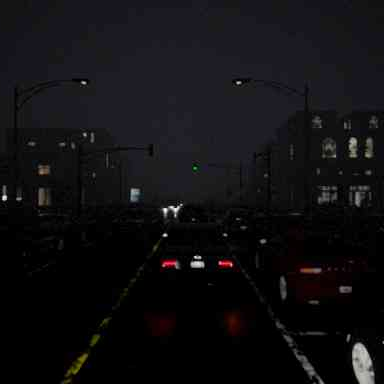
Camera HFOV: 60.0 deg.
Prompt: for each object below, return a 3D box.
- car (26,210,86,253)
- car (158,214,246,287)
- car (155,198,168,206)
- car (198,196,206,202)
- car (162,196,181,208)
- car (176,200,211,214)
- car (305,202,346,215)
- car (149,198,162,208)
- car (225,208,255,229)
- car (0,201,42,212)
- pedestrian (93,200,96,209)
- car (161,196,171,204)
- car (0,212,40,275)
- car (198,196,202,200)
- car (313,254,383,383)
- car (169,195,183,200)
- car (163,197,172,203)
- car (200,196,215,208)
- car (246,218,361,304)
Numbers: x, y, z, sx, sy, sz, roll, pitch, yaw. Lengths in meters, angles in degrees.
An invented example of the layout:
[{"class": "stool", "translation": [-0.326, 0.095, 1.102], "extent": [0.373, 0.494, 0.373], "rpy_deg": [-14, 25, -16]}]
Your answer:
[{"class": "car", "translation": [-5.696, 1.604, 13.738], "extent": [2.008, 1.369, 4.403], "rpy_deg": [0, 0, 0]}, {"class": "car", "translation": [0.098, 1.584, 9.524], "extent": [2.033, 1.411, 5.357], "rpy_deg": [0, 0, 0]}, {"class": "car", "translation": [-5.729, 1.793, 62.859], "extent": [2.008, 1.369, 4.403], "rpy_deg": [0, 0, 0]}, {"class": "car", "translation": [2.635, 1.794, 90.461], "extent": [1.967, 1.590, 4.097], "rpy_deg": [0, 0, 0]}, {"class": "car", "translation": [-3.143, 1.721, 50.855], "extent": [1.812, 1.442, 4.674], "rpy_deg": [0, 0, 1]}, {"class": "car", "translation": [0.085, 1.568, 23.443], "extent": [1.882, 1.535, 5.008], "rpy_deg": [0, 0, 0]}, {"class": "car", "translation": [14.786, 1.790, 37.002], "extent": [4.181, 1.385, 1.994], "rpy_deg": [0, -1, 1]}, {"class": "car", "translation": [-5.721, 1.781, 51.816], "extent": [1.802, 1.307, 4.206], "rpy_deg": [0, 0, 0]}, {"class": "car", "translation": [2.681, 1.625, 19.418], "extent": [2.008, 1.369, 4.403], "rpy_deg": [0, 0, 0]}, {"class": "car", "translation": [-18.394, 1.597, 34.294], "extent": [5.357, 1.411, 2.033], "rpy_deg": [0, -1, 1]}, {"class": "pedestrian", "translation": [-12.581, 1.575, 42.944], "extent": [0.375, 1.300, 0.375], "rpy_deg": [0, -1, 1]}, {"class": "car", "translation": [-5.735, 1.726, 73.904], "extent": [1.967, 1.590, 4.097], "rpy_deg": [0, 0, 0]}, {"class": "car", "translation": [-5.692, 1.471, 8.046], "extent": [1.967, 1.590, 4.097], "rpy_deg": [0, 0, 0]}, {"class": "car", "translation": [2.652, 1.824, 62.850], "extent": [1.802, 1.307, 4.206], "rpy_deg": [0, 0, 0]}, {"class": "car", "translation": [2.692, 1.560, 2.342], "extent": [2.008, 1.369, 4.403], "rpy_deg": [0, 0, 0]}, {"class": "car", "translation": [-3.107, 1.727, 61.207], "extent": [2.128, 1.511, 4.902], "rpy_deg": [0, 0, 0]}, {"class": "car", "translation": [-5.739, 1.833, 79.256], "extent": [1.752, 1.417, 4.829], "rpy_deg": [0, 0, 0]}, {"class": "car", "translation": [2.659, 1.765, 51.808], "extent": [1.947, 1.339, 4.313], "rpy_deg": [0, 0, 0]}, {"class": "car", "translation": [2.688, 1.576, 8.034], "extent": [1.887, 1.381, 4.507], "rpy_deg": [0, 0, 0]}]
